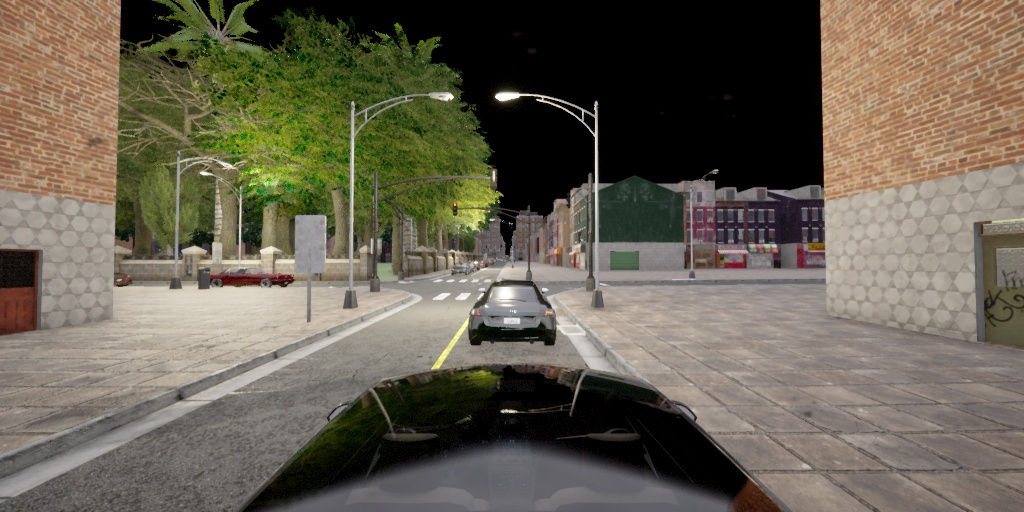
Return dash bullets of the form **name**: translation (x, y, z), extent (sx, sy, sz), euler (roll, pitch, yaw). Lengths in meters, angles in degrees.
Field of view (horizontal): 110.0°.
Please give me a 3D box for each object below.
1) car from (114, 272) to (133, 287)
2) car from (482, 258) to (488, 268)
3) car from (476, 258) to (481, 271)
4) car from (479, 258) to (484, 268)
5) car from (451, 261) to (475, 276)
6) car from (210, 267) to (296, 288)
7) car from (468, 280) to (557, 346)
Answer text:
- **car**: translation (-26.120, 1.298, 22.021), extent (4.181, 1.385, 1.994), euler (0, -1, 0)
- **car**: translation (-5.570, 1.416, 61.941), extent (1.802, 1.307, 4.207), euler (0, 0, 0)
- **car**: translation (-5.471, 1.344, 45.592), extent (2.007, 1.370, 4.403), euler (0, 0, 0)
- **car**: translation (-5.504, 1.370, 51.042), extent (1.948, 1.339, 4.313), euler (0, 0, 0)
- **car**: translation (-5.455, 1.332, 38.456), extent (2.007, 1.370, 4.403), euler (0, 0, 0)
- **car**: translation (-16.094, 1.341, 22.052), extent (4.718, 1.301, 1.895), euler (0, -1, 0)
- **car**: translation (0.035, 1.317, 9.448), extent (1.994, 1.385, 4.181), euler (0, 0, 1)
